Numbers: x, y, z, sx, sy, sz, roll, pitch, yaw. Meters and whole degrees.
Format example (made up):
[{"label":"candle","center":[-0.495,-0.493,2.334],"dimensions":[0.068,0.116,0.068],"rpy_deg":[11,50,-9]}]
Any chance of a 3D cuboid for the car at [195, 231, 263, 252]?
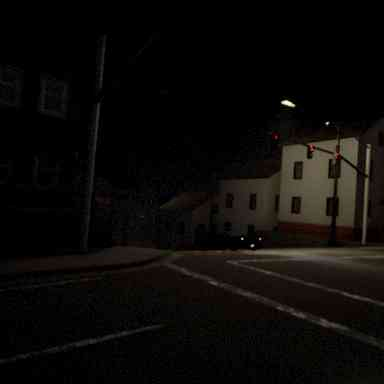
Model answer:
[{"label":"car","center":[2.237,3.124,21.107],"dimensions":[1.895,1.301,4.718],"rpy_deg":[6,-12,-35]}]
